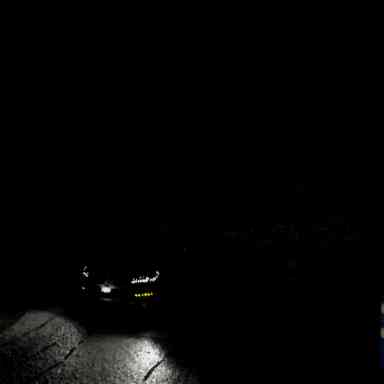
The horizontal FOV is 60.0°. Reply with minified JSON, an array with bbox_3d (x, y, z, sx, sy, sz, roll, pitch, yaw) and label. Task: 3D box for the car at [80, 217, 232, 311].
[{"bbox_3d":[-0.474,1.410,7.815,1.837,1.490,4.892,-1,-1,24],"label":"car"}]
